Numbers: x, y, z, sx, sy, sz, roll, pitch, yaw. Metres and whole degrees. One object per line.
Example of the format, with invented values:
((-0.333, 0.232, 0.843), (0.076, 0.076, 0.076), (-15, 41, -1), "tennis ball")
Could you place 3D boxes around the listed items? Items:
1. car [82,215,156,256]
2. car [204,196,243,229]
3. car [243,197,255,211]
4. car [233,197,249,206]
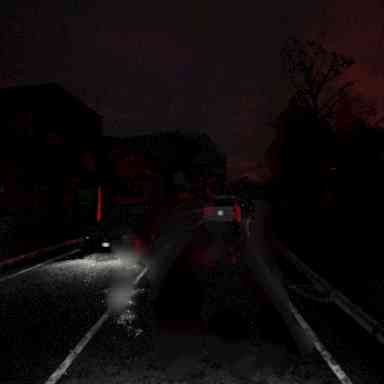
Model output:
((-2.764, 1.618, 13.351), (1.994, 1.385, 4.181), (0, 0, 6), "car")
((2.072, 1.266, 21.947), (2.150, 2.045, 5.566), (-1, 0, 9), "car")
((6.708, 1.588, 41.399), (2.033, 1.411, 5.357), (-2, 0, 17), "car")
((8.648, 1.660, 58.536), (1.812, 1.442, 4.674), (-2, -1, 19), "car")
